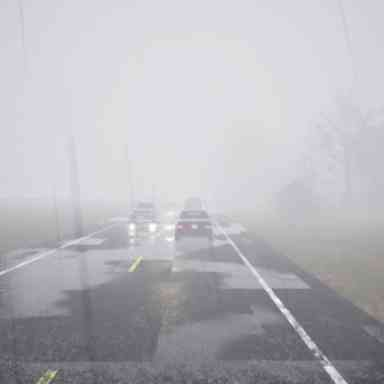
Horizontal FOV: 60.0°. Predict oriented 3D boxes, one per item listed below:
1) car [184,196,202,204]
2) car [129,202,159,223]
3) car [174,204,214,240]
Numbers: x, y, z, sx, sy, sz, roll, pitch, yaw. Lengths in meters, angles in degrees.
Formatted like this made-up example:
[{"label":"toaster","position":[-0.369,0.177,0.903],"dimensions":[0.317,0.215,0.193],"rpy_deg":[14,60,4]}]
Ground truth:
[{"label":"car","position":[0.105,1.317,40.128],"dimensions":[2.097,1.767,4.553],"rpy_deg":[0,0,0]},{"label":"car","position":[-3.592,1.503,25.779],"dimensions":[1.812,1.442,4.674],"rpy_deg":[0,0,0]},{"label":"car","position":[0.098,1.533,16.734],"dimensions":[2.033,1.411,5.357],"rpy_deg":[0,0,0]}]
